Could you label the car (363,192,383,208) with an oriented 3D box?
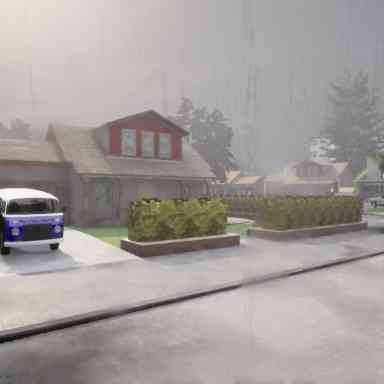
[{"bbox_3d":[23.066,0.986,40.726,3.866,1.878,1.905,0,0,-1],"label":"car"}]
